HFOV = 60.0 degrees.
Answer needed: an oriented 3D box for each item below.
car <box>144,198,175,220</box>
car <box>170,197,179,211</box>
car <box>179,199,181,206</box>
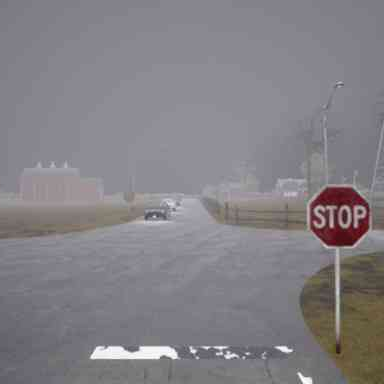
[{"bbox_3d":[-2.900,1.554,28.859,2.033,1.411,5.357,0,0,1],"label":"car"},{"bbox_3d":[-2.869,1.538,39.741,1.812,1.442,4.674,0,0,0],"label":"car"},{"bbox_3d":[-2.863,1.514,53.342,2.128,1.511,4.902,0,0,0],"label":"car"}]
